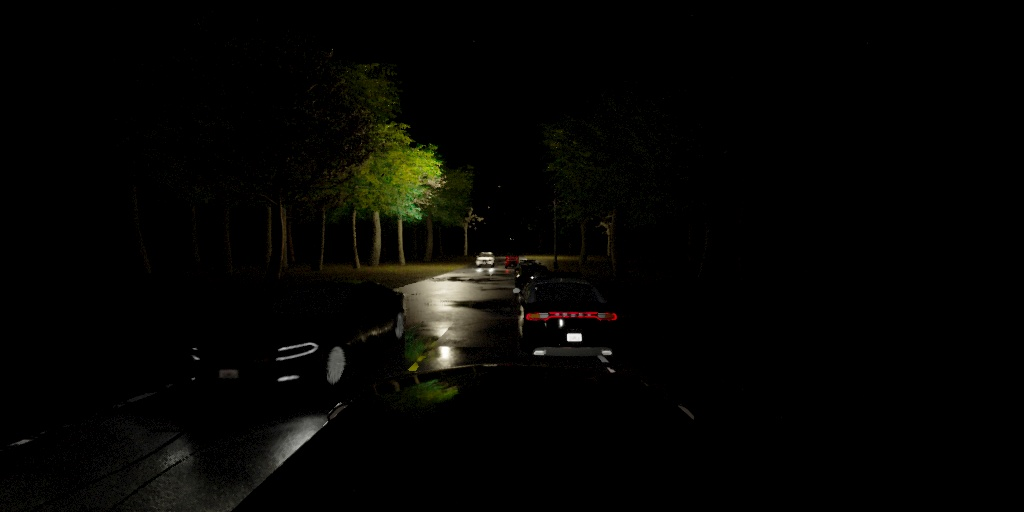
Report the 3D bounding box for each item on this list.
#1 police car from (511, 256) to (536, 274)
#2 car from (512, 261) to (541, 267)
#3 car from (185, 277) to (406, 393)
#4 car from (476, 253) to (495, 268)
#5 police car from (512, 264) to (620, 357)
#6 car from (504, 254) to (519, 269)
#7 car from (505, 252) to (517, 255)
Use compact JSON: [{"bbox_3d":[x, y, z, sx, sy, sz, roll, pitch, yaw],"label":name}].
[{"bbox_3d":[1.065,1.068,24.645,1.930,1.638,5.238,0,0,0],"label":"police car"},{"bbox_3d":[1.062,1.199,18.534,1.837,1.490,4.892,0,0,0],"label":"car"},{"bbox_3d":[-3.595,1.223,7.050,1.882,1.535,5.008,0,0,0],"label":"car"},{"bbox_3d":[-3.568,0.564,49.108,2.150,2.045,5.566,0,1,0],"label":"car"},{"bbox_3d":[1.056,1.166,8.645,1.930,1.638,5.238,0,0,0],"label":"police car"},{"bbox_3d":[0.060,0.899,47.254,1.812,1.442,4.674,0,1,1],"label":"car"},{"bbox_3d":[0.036,0.290,60.139,2.150,2.045,5.566,0,2,0],"label":"car"}]
